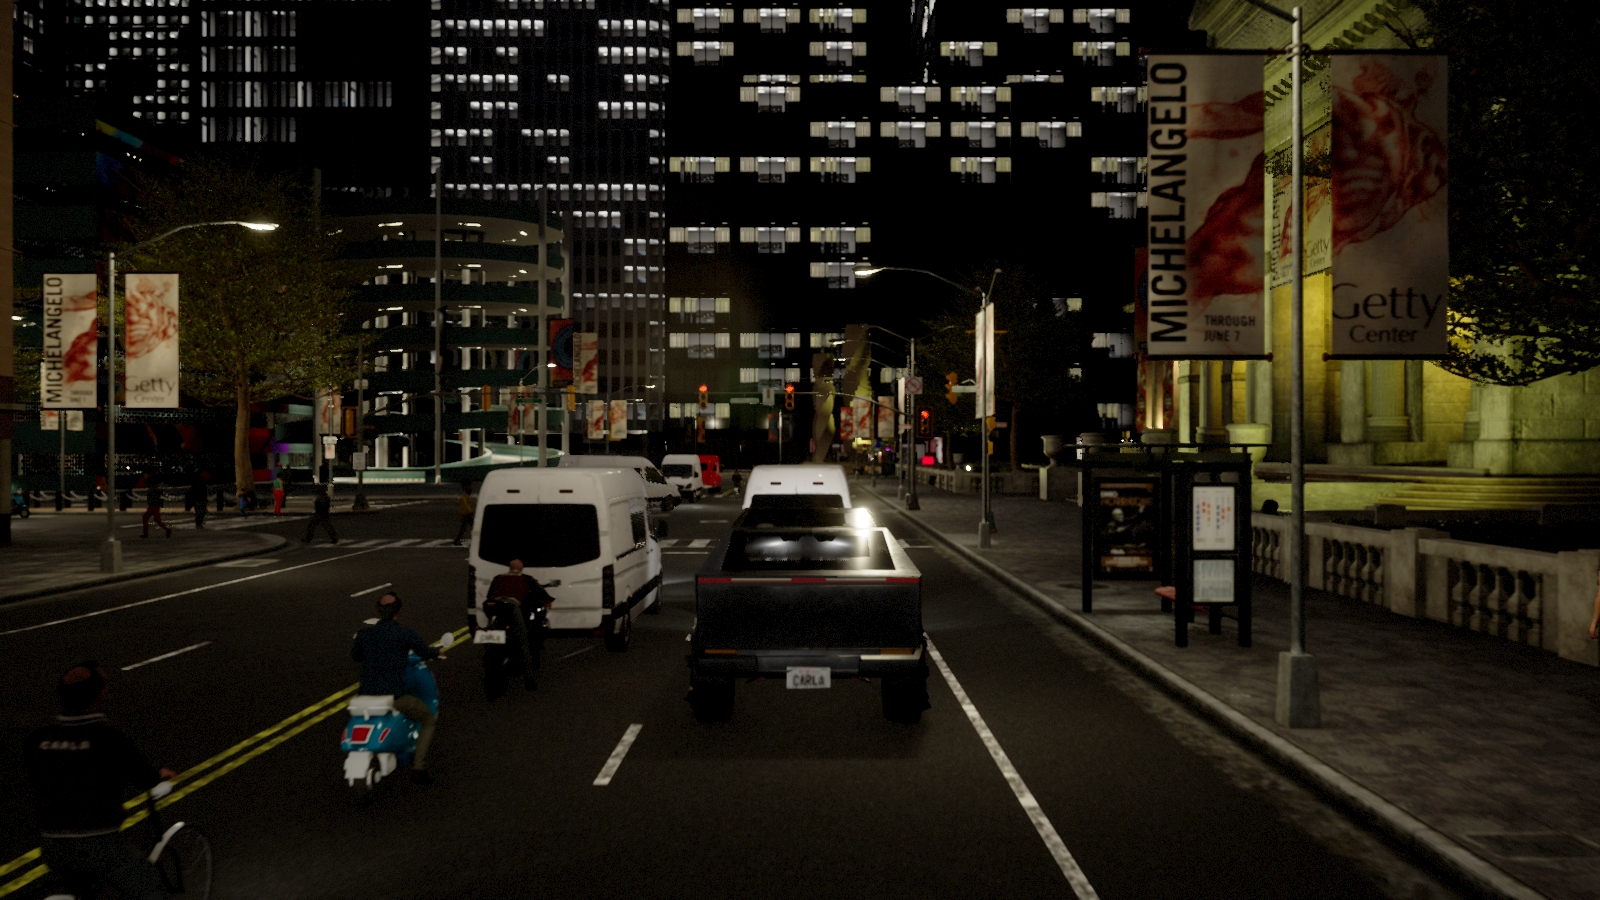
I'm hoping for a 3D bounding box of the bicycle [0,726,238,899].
[{"bbox_3d":[-3.469,2.212,5.792,0.329,1.171,1.835,0,0,0],"label":"bicycle"}]

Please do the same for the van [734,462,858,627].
[{"bbox_3d":[0.037,1.542,21.242,1.988,2.561,5.915,0,0,2],"label":"van"}]

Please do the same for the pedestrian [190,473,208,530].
[{"bbox_3d":[-19.969,1.709,37.962,0.375,1.860,0.375,0,0,34],"label":"pedestrian"}]

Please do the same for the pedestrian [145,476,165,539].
[{"bbox_3d":[-19.327,1.708,34.228,0.375,1.860,0.375,0,0,-1],"label":"pedestrian"}]

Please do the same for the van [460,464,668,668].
[{"bbox_3d":[-3.391,1.541,17.720,1.988,2.561,5.915,0,0,0],"label":"van"}]

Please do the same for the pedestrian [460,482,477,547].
[{"bbox_3d":[-9.623,1.860,33.125,0.375,1.860,0.375,0,0,1],"label":"pedestrian"}]

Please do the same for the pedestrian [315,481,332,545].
[{"bbox_3d":[-14.078,1.860,33.765,0.375,1.860,0.375,0,0,-5],"label":"pedestrian"}]

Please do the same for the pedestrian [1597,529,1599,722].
[{"bbox_3d":[7.893,1.702,10.882,0.375,1.860,0.375,0,0,9],"label":"pedestrian"}]

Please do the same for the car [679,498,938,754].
[{"bbox_3d":[0.097,1.758,13.682,2.390,2.098,6.274,0,0,0],"label":"car"}]
